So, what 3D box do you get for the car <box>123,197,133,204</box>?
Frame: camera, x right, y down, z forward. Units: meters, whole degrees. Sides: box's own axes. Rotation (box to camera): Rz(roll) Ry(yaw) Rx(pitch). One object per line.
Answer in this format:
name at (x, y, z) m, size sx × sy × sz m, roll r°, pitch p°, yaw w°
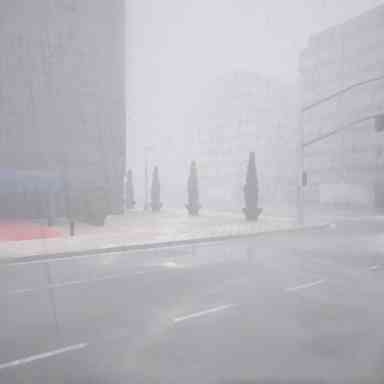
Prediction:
car at (-12.651, 1.662, 61.736) m, size 1.895 × 1.301 × 4.718 m, roll 0°, pitch 0°, yaw -35°
